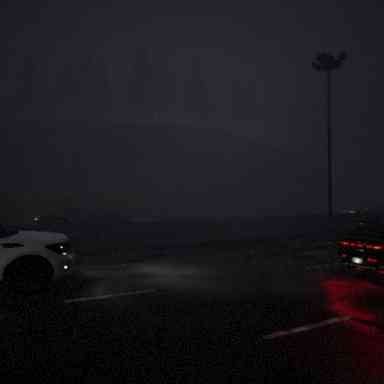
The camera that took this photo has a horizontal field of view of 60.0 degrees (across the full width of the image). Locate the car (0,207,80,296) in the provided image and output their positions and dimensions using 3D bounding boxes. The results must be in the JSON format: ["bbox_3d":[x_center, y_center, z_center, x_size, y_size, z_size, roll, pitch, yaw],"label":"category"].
[{"bbox_3d":[-5.789,1.420,8.052,5.566,2.045,2.150,0,-1,-23],"label":"car"}]

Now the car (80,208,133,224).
[{"bbox_3d":[-6.270,2.094,23.524,4.181,1.385,1.994,0,-1,-28],"label":"car"}]

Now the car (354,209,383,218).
[{"bbox_3d":[10.559,1.825,17.533,4.902,1.511,2.128,1,-2,-37],"label":"car"}]

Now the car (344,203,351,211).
[{"bbox_3d":[29.756,2.684,61.151,4.892,1.490,1.837,1,-1,-40],"label":"car"}]

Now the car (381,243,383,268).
[{"bbox_3d":[5.782,1.637,6.073,4.674,1.442,1.812,1,-1,-30],"label":"car"}]

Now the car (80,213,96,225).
[{"bbox_3d":[-8.082,2.034,18.614,4.718,1.301,1.895,0,-1,-25],"label":"car"}]

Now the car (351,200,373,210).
[{"bbox_3d":[29.810,2.308,56.631,5.566,2.045,2.150,1,-2,-40],"label":"car"}]

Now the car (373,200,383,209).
[{"bbox_3d":[32.093,2.242,53.991,5.566,2.045,2.150,1,-2,-40],"label":"car"}]

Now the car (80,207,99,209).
[{"bbox_3d":[-9.869,1.940,25.564,4.553,1.767,2.097,0,-2,-26],"label":"car"}]

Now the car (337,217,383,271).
[{"bbox_3d":[6.764,1.711,10.719,4.892,1.490,1.837,1,-1,-31],"label":"car"}]
